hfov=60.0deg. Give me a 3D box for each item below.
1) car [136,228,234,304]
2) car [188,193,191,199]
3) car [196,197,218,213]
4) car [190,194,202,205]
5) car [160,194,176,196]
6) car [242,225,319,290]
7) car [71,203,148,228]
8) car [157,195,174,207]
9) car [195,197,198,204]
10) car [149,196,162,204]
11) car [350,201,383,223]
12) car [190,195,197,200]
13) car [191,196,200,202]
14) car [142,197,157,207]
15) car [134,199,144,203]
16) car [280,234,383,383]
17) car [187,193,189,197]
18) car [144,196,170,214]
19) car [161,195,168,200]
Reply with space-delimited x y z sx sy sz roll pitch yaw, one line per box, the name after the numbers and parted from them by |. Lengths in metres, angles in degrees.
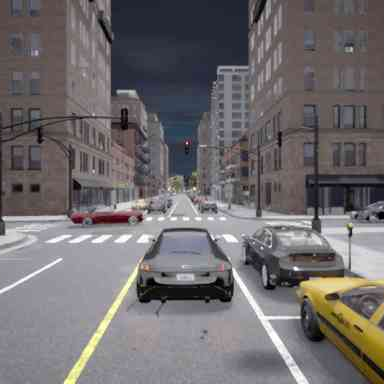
-0.174 1.563 8.230 1.994 1.385 4.181 0 0 -1 | car
0.918 1.301 69.848 2.192 1.841 5.009 0 0 -1 | car
1.772 1.547 35.768 2.008 1.369 4.403 0 0 -1 | car
1.203 1.430 58.488 1.967 1.590 4.097 0 0 -1 | car
-4.219 1.538 56.287 2.033 1.411 5.357 0 0 -2 | car
2.448 1.550 8.901 2.008 1.369 4.403 0 0 -1 | car
-5.626 1.616 22.317 4.718 1.301 1.895 0 0 -19 | car
-3.961 1.558 45.922 1.994 1.385 4.181 0 0 -2 | car
1.630 1.577 41.448 1.802 1.307 4.206 0 0 -1 | car
-6.962 1.539 63.963 2.008 1.369 4.403 0 0 -1 | car
13.925 1.400 23.843 4.902 1.511 2.128 0 0 -3 | car
0.345 1.503 92.738 1.752 1.417 4.829 0 0 -1 | car
0.776 1.550 75.528 1.947 1.339 4.313 0 0 -1 | car
-6.677 1.558 52.604 1.947 1.339 4.313 0 0 -1 | car
-6.389 1.521 41.075 1.752 1.417 4.829 0 0 -1 | car
2.584 1.525 3.666 1.752 1.417 4.829 0 0 -1 | car
0.491 1.545 86.888 1.947 1.339 4.313 0 0 -1 | car
-3.712 1.501 36.019 1.837 1.490 4.892 0 0 -1 | car
-7.674 1.559 92.361 1.802 1.307 4.206 0 0 -1 | car
